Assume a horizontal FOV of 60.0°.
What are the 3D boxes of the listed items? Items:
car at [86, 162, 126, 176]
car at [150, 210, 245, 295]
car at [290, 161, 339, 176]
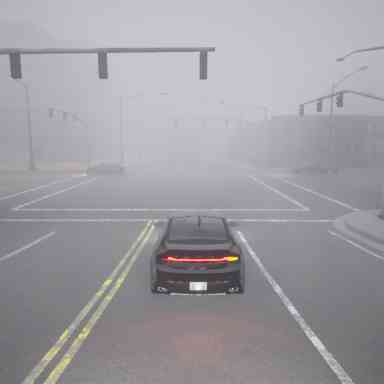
[{"bbox_3d":[-9.202,-2.467,35.769,4.181,1.385,1.994,0,8,0],"label":"car"},{"bbox_3d":[0.113,1.198,8.097,1.837,1.490,4.892,0,4,0],"label":"car"},{"bbox_3d":[13.075,-2.514,35.623,4.892,1.490,1.837,0,8,0],"label":"car"}]
